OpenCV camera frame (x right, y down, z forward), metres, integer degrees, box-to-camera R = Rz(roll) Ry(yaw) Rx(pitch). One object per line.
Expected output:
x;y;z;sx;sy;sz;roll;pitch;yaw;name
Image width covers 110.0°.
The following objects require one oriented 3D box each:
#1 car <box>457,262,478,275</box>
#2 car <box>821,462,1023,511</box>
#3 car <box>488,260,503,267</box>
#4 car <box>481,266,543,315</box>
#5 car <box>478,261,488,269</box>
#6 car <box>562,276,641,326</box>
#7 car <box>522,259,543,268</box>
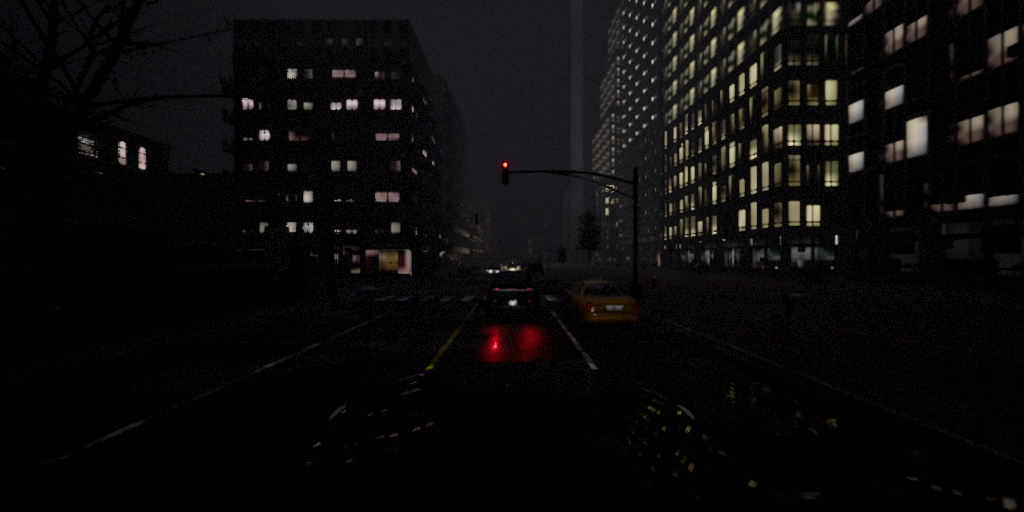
-5.686;1.595;43.961;2.007;1.370;4.403;0;0;0;car
2.689;1.307;0.284;1.948;1.339;4.313;0;0;0;car
-3.040;1.744;61.368;1.994;1.385;4.181;0;0;1;car
0.043;1.323;13.943;2.128;1.511;4.902;0;0;0;car
-5.685;1.724;60.540;2.007;1.370;4.403;0;0;0;car
2.690;1.340;11.719;1.751;1.417;4.829;0;0;0;car
2.694;1.359;43.960;2.192;1.841;5.009;0;0;0;car
